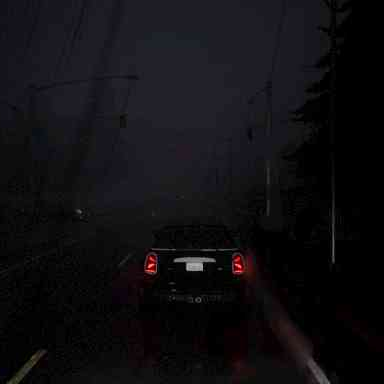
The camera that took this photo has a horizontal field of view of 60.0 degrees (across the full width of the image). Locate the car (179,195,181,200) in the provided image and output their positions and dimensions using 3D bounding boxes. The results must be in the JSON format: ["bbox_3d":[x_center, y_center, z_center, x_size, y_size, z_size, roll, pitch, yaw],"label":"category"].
[{"bbox_3d":[-2.115,1.158,83.545,2.097,1.767,4.553,0,0,-13],"label":"car"}]

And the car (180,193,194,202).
[{"bbox_3d":[-0.841,1.555,73.411,1.895,1.301,4.718,0,0,-7],"label":"car"}]

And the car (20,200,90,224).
[{"bbox_3d":[-9.727,1.336,23.903,4.553,1.767,2.097,0,0,1],"label":"car"}]

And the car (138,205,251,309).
[{"bbox_3d":[0.072,1.352,8.047,2.097,1.767,4.553,0,0,1],"label":"car"}]

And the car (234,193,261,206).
[{"bbox_3d":[8.504,1.146,51.272,3.866,1.878,1.905,0,0,-1],"label":"car"}]

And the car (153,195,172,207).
[{"bbox_3d":[-3.986,1.496,43.622,1.812,1.442,4.674,0,0,0],"label":"car"}]

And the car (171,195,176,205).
[{"bbox_3d":[-4.045,1.475,52.796,1.837,1.490,4.892,0,0,0],"label":"car"}]

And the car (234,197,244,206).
[{"bbox_3d":[8.915,1.144,48.761,4.605,1.855,1.932,0,0,-1],"label":"car"}]
